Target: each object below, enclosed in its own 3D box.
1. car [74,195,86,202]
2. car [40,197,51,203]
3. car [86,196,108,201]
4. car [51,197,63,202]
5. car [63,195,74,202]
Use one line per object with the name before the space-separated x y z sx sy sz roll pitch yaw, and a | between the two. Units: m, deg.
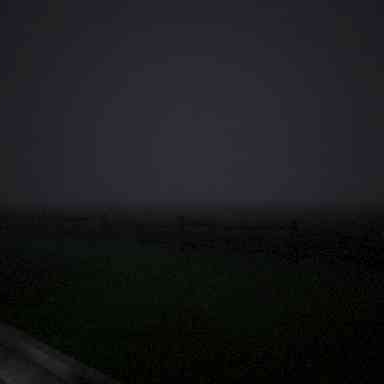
car | -27.562 2.000 85.460 1.837 1.490 4.892 0 0 12
car | -37.815 2.123 87.720 2.033 1.411 5.357 0 0 12
car | -24.144 1.975 84.707 1.837 1.490 4.892 0 0 12
car | -34.287 2.075 87.466 1.812 1.442 4.674 0 0 12
car | -30.889 2.089 86.620 1.994 1.385 4.181 0 0 12
